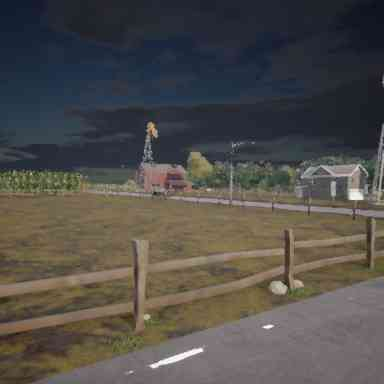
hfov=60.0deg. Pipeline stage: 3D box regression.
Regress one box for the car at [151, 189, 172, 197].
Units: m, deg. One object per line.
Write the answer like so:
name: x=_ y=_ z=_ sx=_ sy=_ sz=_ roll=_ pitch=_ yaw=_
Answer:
car: x=-5.475 y=0.177 z=59.332 sx=1.882 sy=1.535 sz=5.008 roll=0 pitch=2 yaw=-36
